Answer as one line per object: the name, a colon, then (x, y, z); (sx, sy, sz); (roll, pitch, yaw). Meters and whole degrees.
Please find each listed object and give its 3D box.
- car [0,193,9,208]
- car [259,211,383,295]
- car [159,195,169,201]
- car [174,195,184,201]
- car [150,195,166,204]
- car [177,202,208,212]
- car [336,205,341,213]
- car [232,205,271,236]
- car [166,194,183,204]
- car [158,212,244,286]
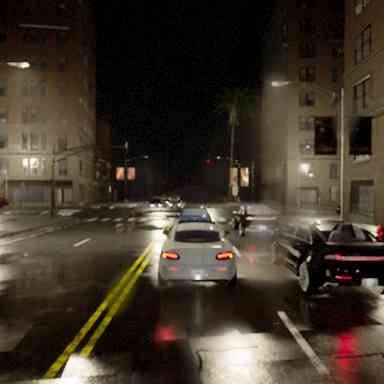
car: (-23.765, 1.003, 38.026); (5.009, 1.841, 2.192); (0, 0, -8)
car: (3.356, 1.471, 8.658); (2.128, 1.511, 4.902); (0, 0, 1)
car: (-6.258, 1.413, 75.410); (1.895, 1.301, 4.718); (0, 0, 0)
car: (-3.006, 1.356, 76.005); (2.033, 1.411, 5.357); (0, 0, 0)
car: (-6.360, 1.463, 60.332); (1.895, 1.301, 4.718); (0, 0, 1)
car: (0.159, 1.504, 18.642); (2.033, 1.411, 5.357); (0, 0, 0)
car: (16.317, 1.693, 32.402); (4.313, 1.339, 1.947); (0, 0, 1)
car: (3.307, 1.450, 17.965); (2.128, 1.511, 4.902); (0, 0, 0)
car: (-3.112, 1.213, 60.825); (2.097, 1.767, 4.553); (0, 0, 1)
car: (0.129, 1.504, 9.187); (1.812, 1.442, 4.674); (0, 0, 0)
